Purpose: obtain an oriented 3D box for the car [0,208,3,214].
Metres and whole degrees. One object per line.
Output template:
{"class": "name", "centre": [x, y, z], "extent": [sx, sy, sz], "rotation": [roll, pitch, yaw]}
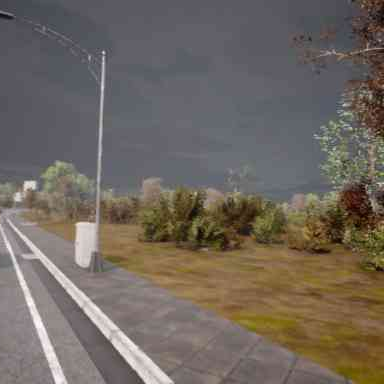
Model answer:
{"class": "car", "centre": [-45.236, 4.468, 76.233], "extent": [2.033, 1.411, 5.357], "rotation": [3, -3, -26]}
